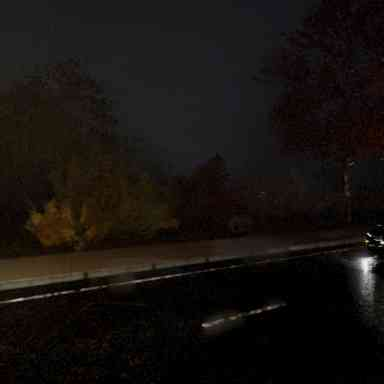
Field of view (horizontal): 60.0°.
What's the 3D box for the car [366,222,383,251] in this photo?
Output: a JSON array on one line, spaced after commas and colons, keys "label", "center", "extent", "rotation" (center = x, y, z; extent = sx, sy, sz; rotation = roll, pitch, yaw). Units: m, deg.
[{"label": "car", "center": [9.256, 1.690, 13.964], "extent": [4.892, 1.490, 1.837], "rotation": [1, 0, -34]}]
